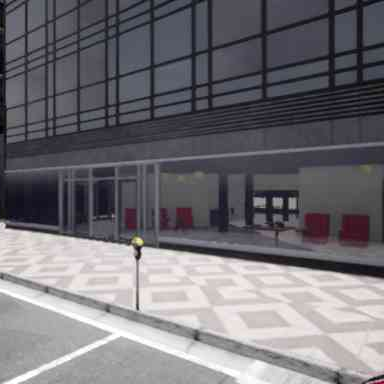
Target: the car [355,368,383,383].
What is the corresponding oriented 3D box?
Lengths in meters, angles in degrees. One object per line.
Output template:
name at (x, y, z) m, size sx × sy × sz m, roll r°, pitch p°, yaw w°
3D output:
car at (2.559, 1.444, 1.144) m, size 4.097 × 1.590 × 1.967 m, roll 0°, pitch 0°, yaw 35°
